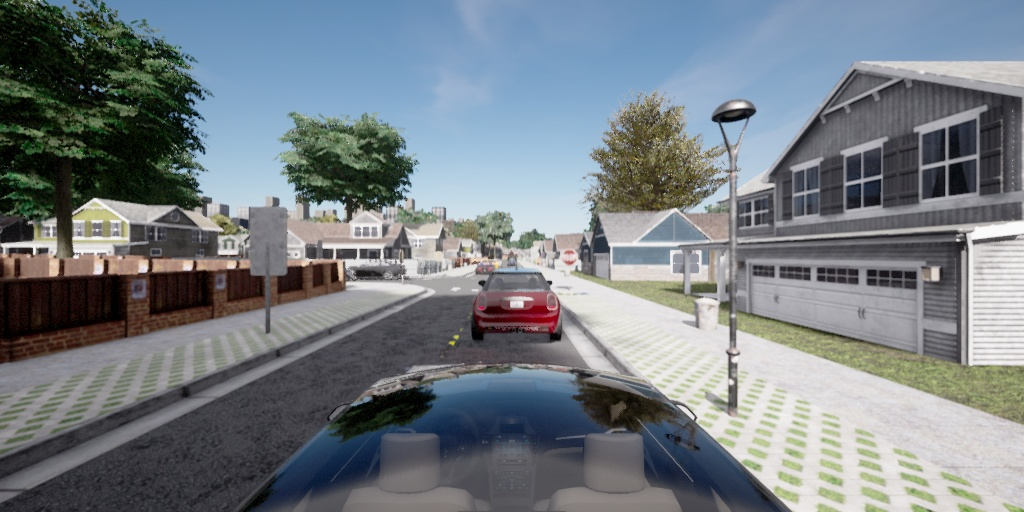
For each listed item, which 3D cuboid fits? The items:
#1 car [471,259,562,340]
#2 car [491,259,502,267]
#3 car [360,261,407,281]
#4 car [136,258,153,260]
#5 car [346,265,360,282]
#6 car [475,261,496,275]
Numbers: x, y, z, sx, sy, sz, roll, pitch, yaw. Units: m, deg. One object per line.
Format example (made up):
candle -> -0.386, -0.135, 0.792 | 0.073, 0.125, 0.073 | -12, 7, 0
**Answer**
car -> 0.106, 1.090, 10.059 | 2.097, 1.767, 4.553 | 0, 0, 0
car -> -2.754, 1.276, 65.159 | 1.812, 1.442, 4.674 | 0, 0, 1
car -> -10.810, 1.098, 28.158 | 4.902, 1.511, 2.128 | 1, 0, 0
car -> -25.432, 0.928, 25.156 | 4.902, 1.511, 2.128 | 1, 0, 1
car -> -13.548, 1.105, 25.106 | 4.674, 1.442, 1.812 | 1, 0, 2
car -> -2.841, 1.299, 39.073 | 1.994, 1.385, 4.181 | 0, 0, -1
